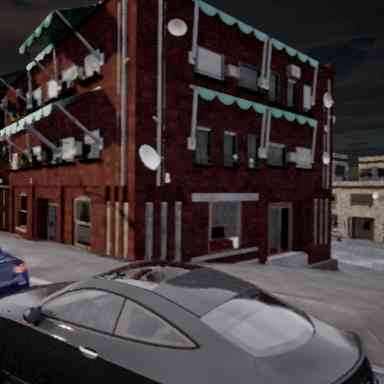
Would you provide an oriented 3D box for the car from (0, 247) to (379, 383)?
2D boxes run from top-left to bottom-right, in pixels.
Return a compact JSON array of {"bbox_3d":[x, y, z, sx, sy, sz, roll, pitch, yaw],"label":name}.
[{"bbox_3d":[-0.592,1.517,3.664,4.674,1.452,2.002,0,0,35],"label":"car"}]
